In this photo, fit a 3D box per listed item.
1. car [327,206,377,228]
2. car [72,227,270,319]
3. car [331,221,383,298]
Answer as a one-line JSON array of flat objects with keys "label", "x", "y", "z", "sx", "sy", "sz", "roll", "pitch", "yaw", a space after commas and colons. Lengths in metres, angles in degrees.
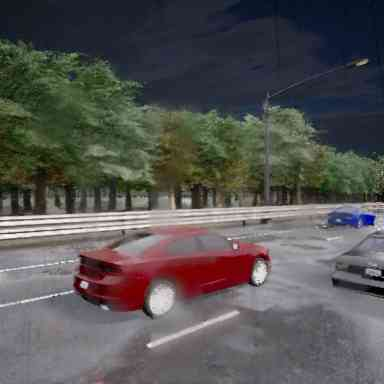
[{"label": "car", "x": 11.324, "y": 1.730, "z": 23.350, "sx": 5.008, "sy": 1.535, "sz": 1.882, "roll": 1, "pitch": -1, "yaw": -44}, {"label": "car", "x": -0.142, "y": 1.547, "z": 7.686, "sx": 5.008, "sy": 1.535, "sz": 1.882, "roll": 1, "pitch": -1, "yaw": -43}, {"label": "car", "x": 5.345, "y": 1.624, "z": 8.185, "sx": 5.357, "sy": 1.411, "sz": 2.033, "roll": 1, "pitch": -1, "yaw": -43}]
